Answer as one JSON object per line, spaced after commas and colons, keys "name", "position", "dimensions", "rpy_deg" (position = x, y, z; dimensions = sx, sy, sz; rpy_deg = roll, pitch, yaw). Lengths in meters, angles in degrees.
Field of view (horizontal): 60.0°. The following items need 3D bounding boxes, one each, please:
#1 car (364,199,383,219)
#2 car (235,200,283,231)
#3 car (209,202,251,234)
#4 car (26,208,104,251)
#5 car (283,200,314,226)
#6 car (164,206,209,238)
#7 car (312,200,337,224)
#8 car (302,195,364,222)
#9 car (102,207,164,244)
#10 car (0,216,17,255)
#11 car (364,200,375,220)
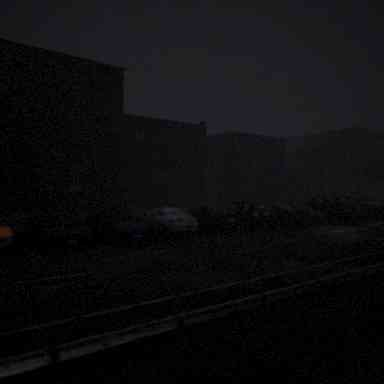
{"name": "car", "position": [14.243, 1.565, 29.055], "dimensions": [2.163, 1.488, 4.792], "rpy_deg": [0, 0, -36]}
{"name": "car", "position": [3.070, 1.365, 20.980], "dimensions": [2.185, 1.767, 4.553], "rpy_deg": [0, 0, -36]}
{"name": "car", "position": [0.793, 1.514, 19.424], "dimensions": [2.163, 1.488, 4.792], "rpy_deg": [0, 0, -36]}
{"name": "car", "position": [-5.897, 1.505, 14.560], "dimensions": [2.163, 1.488, 4.792], "rpy_deg": [0, 0, -36]}
{"name": "car", "position": [5.296, 1.497, 22.606], "dimensions": [2.097, 1.535, 5.008], "rpy_deg": [0, 0, -36]}
{"name": "car", "position": [-1.460, 1.521, 17.771], "dimensions": [2.002, 1.452, 4.674], "rpy_deg": [0, 0, -36]}
{"name": "car", "position": [7.551, 1.534, 24.191], "dimensions": [2.163, 1.488, 4.792], "rpy_deg": [0, 0, -36]}
{"name": "car", "position": [9.760, 1.263, 25.844], "dimensions": [2.435, 2.045, 5.566], "rpy_deg": [0, 0, -36]}
{"name": "car", "position": [-3.657, 1.506, 16.165], "dimensions": [2.163, 1.488, 4.792], "rpy_deg": [0, 0, -36]}
{"name": "car", "position": [-8.049, 1.472, 12.828], "dimensions": [1.946, 1.575, 5.366], "rpy_deg": [0, 0, -36]}
{"name": "car", "position": [12.020, 1.564, 27.424], "dimensions": [2.002, 1.452, 4.674], "rpy_deg": [0, 0, -36]}
